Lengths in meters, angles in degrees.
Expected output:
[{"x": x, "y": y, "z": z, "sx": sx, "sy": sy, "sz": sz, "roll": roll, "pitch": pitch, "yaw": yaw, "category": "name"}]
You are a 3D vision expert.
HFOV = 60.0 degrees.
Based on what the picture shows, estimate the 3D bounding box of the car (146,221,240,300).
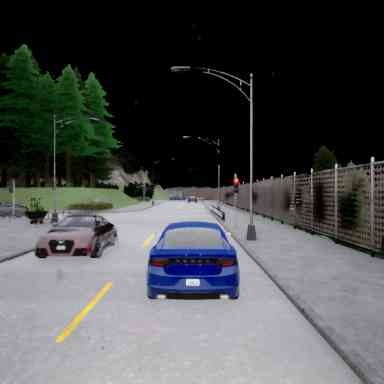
[{"x": 0.037, "y": 1.478, "z": 8.457, "sx": 1.882, "sy": 1.535, "sz": 5.008, "roll": 0, "pitch": 0, "yaw": 1, "category": "car"}]

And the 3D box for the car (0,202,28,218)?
[{"x": -15.869, "y": 1.563, "z": 28.981, "sx": 4.181, "sy": 1.385, "sz": 1.994, "roll": 0, "pitch": 0, "yaw": 0, "category": "car"}]

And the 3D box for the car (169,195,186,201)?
[{"x": -3.810, "y": 1.540, "z": 87.951, "sx": 5.357, "sy": 1.411, "sz": 2.033, "roll": 0, "pitch": 0, "yaw": 40, "category": "car"}]

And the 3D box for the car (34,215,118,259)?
[{"x": -4.116, "y": 1.564, "z": 12.446, "sx": 1.994, "sy": 1.385, "sz": 4.181, "roll": 0, "pitch": 0, "yaw": 0, "category": "car"}]

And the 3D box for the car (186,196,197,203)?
[{"x": 0.088, "y": 1.525, "z": 70.503, "sx": 1.812, "sy": 1.442, "sz": 4.674, "roll": 0, "pitch": 0, "yaw": 0, "category": "car"}]
